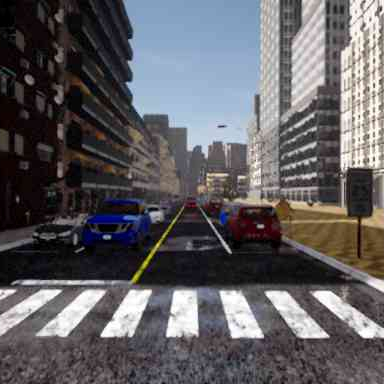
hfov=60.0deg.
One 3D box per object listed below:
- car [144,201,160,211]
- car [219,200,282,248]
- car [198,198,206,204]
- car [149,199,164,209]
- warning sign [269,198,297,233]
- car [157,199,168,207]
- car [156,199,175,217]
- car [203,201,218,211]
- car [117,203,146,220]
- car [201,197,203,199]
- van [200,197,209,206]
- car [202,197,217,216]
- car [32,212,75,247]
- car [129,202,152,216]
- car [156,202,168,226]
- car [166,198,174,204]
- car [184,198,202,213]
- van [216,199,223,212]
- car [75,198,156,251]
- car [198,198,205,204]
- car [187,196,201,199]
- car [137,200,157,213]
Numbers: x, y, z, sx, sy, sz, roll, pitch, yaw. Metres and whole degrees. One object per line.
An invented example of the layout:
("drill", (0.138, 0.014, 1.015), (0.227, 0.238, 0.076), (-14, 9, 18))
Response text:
("car", (-5.739, 2.002, 48.485), (1.802, 1.307, 4.206), (0, -1, 0))
("car", (2.676, 1.450, 15.337), (2.192, 1.841, 5.009), (0, -1, 0))
("car", (2.602, 2.312, 87.177), (1.967, 1.590, 4.097), (0, -1, 0))
("car", (-5.744, 1.916, 54.012), (1.967, 1.590, 4.097), (0, -1, 0))
("warning sign", (5.060, 1.292, 18.597), (1.300, 1.860, 1.060), (1, 0, 0))
("car", (-5.755, 2.114, 64.894), (1.752, 1.417, 4.829), (0, -1, 0))
("car", (-3.102, 1.794, 35.606), (2.128, 1.511, 4.902), (0, -1, 0))
("car", (2.642, 2.005, 48.493), (1.887, 1.381, 4.507), (0, -1, 0))
("car", (-5.721, 1.804, 31.905), (2.008, 1.369, 4.403), (0, -1, 0))
("car", (2.625, 2.158, 65.242), (1.752, 1.417, 4.829), (0, -1, 0))
("van", (2.619, 2.031, 70.599), (1.690, 1.788, 3.998), (0, -1, 0))
("car", (2.653, 1.664, 37.441), (2.192, 1.841, 5.009), (0, -1, 0))
("car", (-5.704, 1.645, 15.326), (2.008, 1.369, 4.403), (0, -1, 0))
("car", (-5.727, 1.853, 37.431), (1.887, 1.381, 4.507), (0, -1, 0))
("car", (-3.111, 1.727, 25.265), (1.812, 1.442, 4.674), (0, -1, 0))
("car", (-5.778, 2.376, 87.169), (1.887, 1.381, 4.507), (0, -1, 0))
("car", (-0.040, 1.908, 44.107), (1.837, 1.490, 4.892), (0, -1, 0))
("van", (2.670, 1.528, 20.862), (1.690, 1.788, 3.998), (0, -1, 0))
("car", (-3.113, 1.325, 14.937), (2.150, 2.045, 5.566), (0, -1, 0))
("car", (2.596, 2.461, 92.873), (1.752, 1.417, 4.829), (0, -1, 0))
("car", (-0.049, 1.731, 54.557), (2.150, 2.045, 5.566), (0, -1, 0))
("car", (-5.733, 1.804, 42.959), (1.967, 1.590, 4.097), (0, -1, 0))
